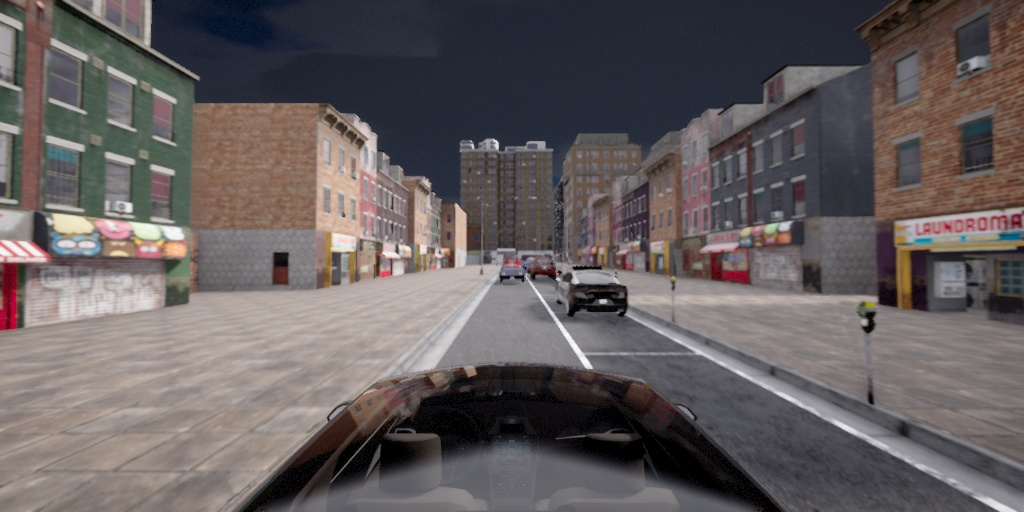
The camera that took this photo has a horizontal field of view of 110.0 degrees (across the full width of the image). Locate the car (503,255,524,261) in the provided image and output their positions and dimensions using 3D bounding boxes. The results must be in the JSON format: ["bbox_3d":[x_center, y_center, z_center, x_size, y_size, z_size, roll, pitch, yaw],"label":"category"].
[{"bbox_3d":[0.020,0.914,44.987,2.150,2.045,5.566,0,0,0],"label":"car"}]

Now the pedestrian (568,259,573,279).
[{"bbox_3d":[2.710,1.034,16.440,0.375,1.860,0.375,1,-1,0],"label":"pedestrian"}]

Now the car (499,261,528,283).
[{"bbox_3d":[0.009,1.261,27.355,1.895,1.301,4.718,0,0,0],"label":"car"}]

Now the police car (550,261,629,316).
[{"bbox_3d":[2.753,1.165,13.409,1.930,1.638,5.238,0,0,0],"label":"police car"}]

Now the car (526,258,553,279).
[{"bbox_3d":[2.648,1.069,31.642,2.192,1.841,5.009,0,0,0],"label":"car"}]
